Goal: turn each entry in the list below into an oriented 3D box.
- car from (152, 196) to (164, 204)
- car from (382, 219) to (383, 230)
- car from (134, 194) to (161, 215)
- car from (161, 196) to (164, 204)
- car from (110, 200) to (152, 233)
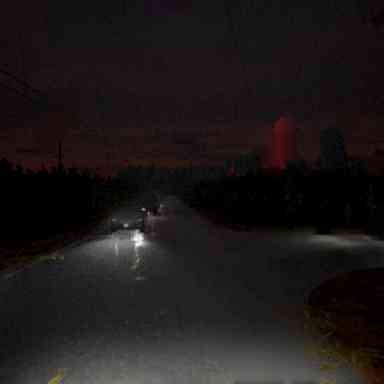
[{"bbox_3d":[-6.401,1.501,62.663,2.128,1.511,4.902,0,0,-4],"label":"car"},{"bbox_3d":[12.069,1.215,15.704,5.566,2.045,2.150,0,0,-2],"label":"car"},{"bbox_3d":[-4.604,1.216,33.667,2.150,2.045,5.566,0,0,-4],"label":"car"},{"bbox_3d":[-5.457,1.490,46.895,2.128,1.511,4.902,0,0,-4],"label":"car"},{"bbox_3d":[-3.694,1.490,19.865,2.128,1.511,4.902,0,0,-6],"label":"car"}]
